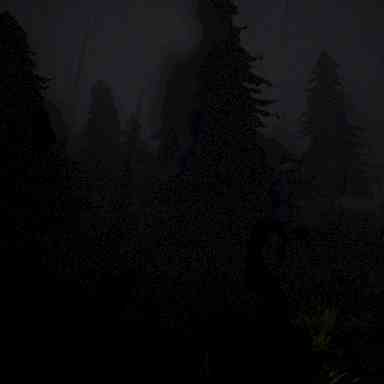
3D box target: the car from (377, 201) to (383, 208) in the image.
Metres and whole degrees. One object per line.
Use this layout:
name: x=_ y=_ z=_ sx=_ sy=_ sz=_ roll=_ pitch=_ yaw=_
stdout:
car: x=20.645 y=1.497 z=34.269 sx=1.895 sy=1.301 sz=4.718 roll=-3 pitch=-1 yaw=17
